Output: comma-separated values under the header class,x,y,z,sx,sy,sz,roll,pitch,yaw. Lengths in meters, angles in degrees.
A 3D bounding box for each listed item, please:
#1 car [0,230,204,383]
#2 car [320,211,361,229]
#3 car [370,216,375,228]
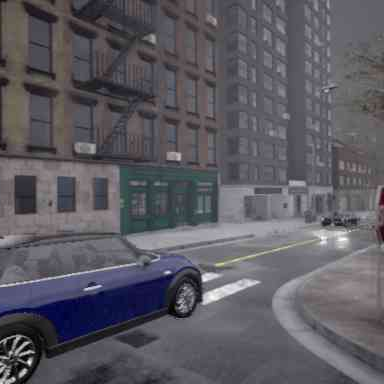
class,x,y,z,sx,sy,sz,roll,pitch,yaw
car,-1.797,1.424,5.674,2.097,1.767,4.553,-1,-2,40
car,11.959,2.196,26.700,1.895,1.301,4.718,-1,-2,40
car,15.926,2.222,26.850,1.895,1.301,4.718,-1,-2,40
